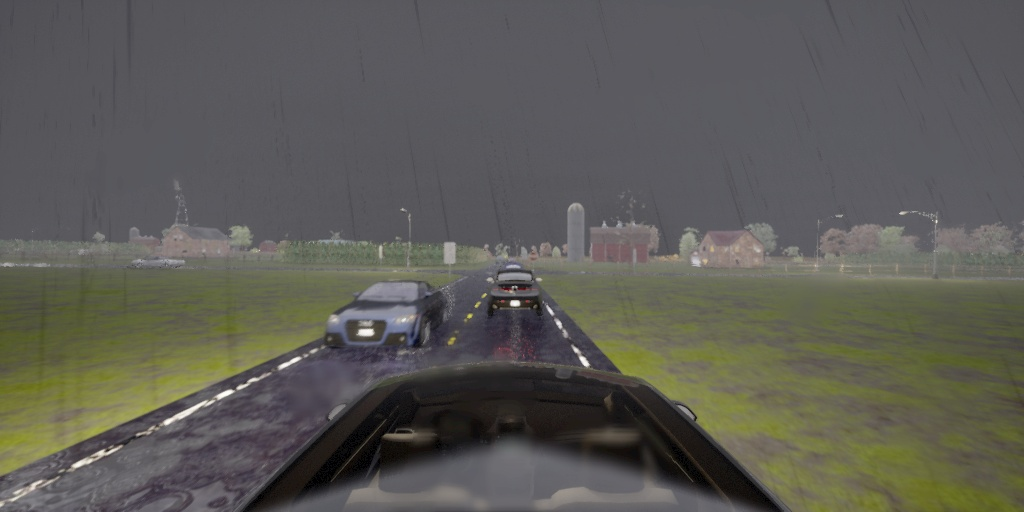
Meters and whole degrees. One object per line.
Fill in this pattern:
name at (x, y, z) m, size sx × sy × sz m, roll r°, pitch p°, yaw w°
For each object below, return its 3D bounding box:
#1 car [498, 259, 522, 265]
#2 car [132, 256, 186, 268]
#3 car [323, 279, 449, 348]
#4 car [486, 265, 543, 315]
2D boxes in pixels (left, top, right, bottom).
car at (0.093, 1.215, 27.499) m, size 1.812 × 1.442 × 4.674 m, roll 0°, pitch 0°, yaw 0°
car at (-41.183, 0.689, 41.940) m, size 4.718 × 1.301 × 1.895 m, roll 1°, pitch 1°, yaw 0°
car at (-2.851, 1.295, 8.986) m, size 1.994 × 1.385 × 4.181 m, roll 0°, pitch 0°, yaw 0°
car at (0.096, 1.223, 13.452) m, size 1.837 × 1.490 × 4.892 m, roll 0°, pitch 0°, yaw 0°
